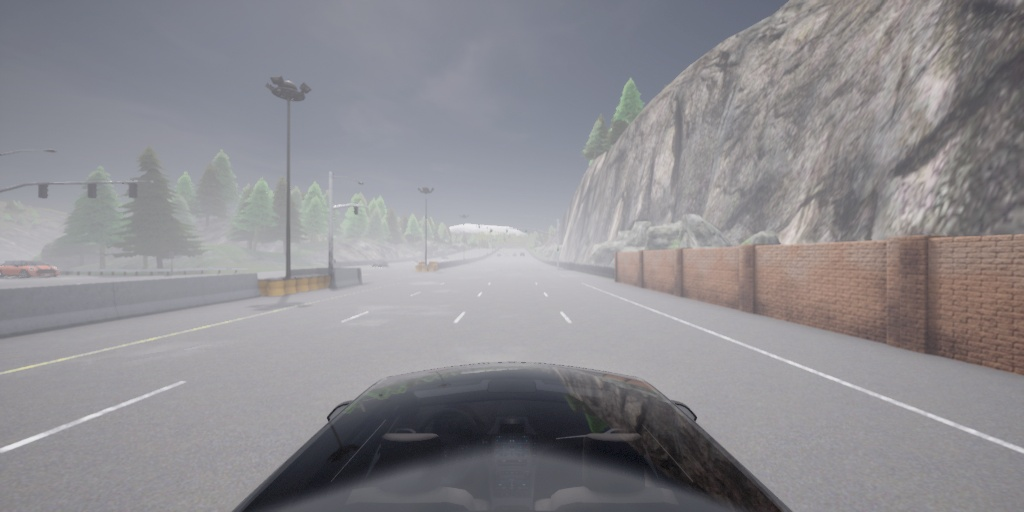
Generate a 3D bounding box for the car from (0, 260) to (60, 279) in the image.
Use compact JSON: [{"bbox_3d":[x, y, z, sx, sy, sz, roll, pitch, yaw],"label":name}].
[{"bbox_3d":[-46.141,1.209,34.250,4.553,1.767,2.097,0,0,9],"label":"car"}]
